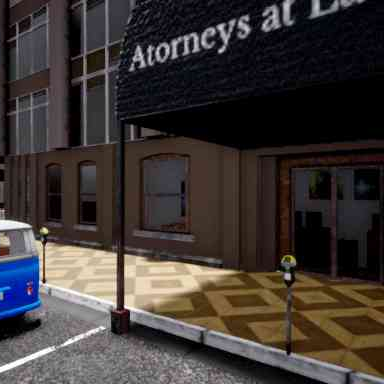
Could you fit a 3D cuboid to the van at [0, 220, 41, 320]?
[{"bbox_3d":[-4.455,1.341,6.043,3.998,1.788,1.690,0,0,35],"label":"van"}]
